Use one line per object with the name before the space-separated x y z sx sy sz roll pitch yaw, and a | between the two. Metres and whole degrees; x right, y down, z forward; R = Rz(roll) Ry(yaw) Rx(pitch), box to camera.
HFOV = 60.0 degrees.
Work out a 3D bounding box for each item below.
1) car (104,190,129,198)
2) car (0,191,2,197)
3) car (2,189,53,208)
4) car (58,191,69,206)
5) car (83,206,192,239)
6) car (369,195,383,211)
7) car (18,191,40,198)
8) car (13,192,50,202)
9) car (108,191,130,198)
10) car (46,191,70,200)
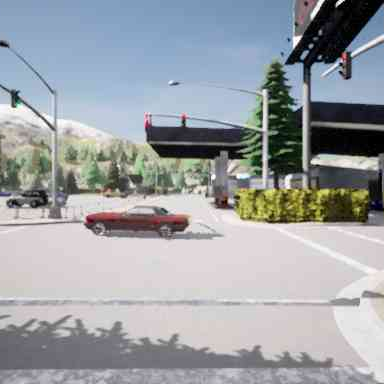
car | -16.427 0.492 71.717 5.027 1.636 2.152 0 1 -1
car | -42.531 0.500 74.694 3.633 1.501 1.845 0 1 -1
car | -16.769 0.677 34.132 3.866 1.878 1.905 0 1 -1
car | -16.178 0.922 37.463 3.806 1.475 1.970 0 1 -1
car | -2.393 1.269 15.119 4.718 1.301 1.895 1 1 5
car | 17.234 1.085 33.786 2.242 1.667 4.611 0 1 -1
car | -35.093 0.545 71.757 3.806 1.475 1.970 0 1 -1
car | -24.017 0.714 49.835 4.514 1.523 2.007 0 1 -1
car | -16.497 0.464 74.853 4.514 1.523 2.007 0 1 -1
car | -24.032 0.619 59.828 3.633 1.501 1.845 0 1 -1
